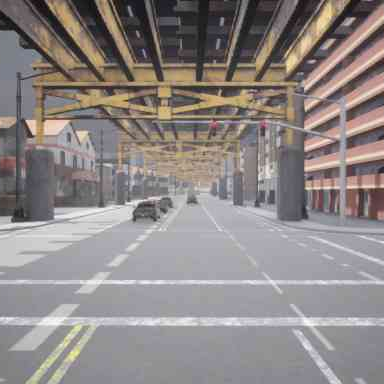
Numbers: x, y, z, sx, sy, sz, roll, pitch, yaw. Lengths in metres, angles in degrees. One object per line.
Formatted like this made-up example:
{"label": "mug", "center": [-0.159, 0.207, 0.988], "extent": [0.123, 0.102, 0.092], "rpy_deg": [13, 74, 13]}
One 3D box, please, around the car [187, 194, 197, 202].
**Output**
{"label": "car", "center": [0.003, 1.299, 69.721], "extent": [1.882, 1.535, 5.008], "rpy_deg": [0, 1, 0]}

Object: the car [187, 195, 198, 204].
{"label": "car", "center": [0.029, 1.518, 59.759], "extent": [1.895, 1.301, 4.718], "rpy_deg": [0, 0, 0]}

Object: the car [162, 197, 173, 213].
{"label": "car", "center": [-3.639, 1.547, 36.912], "extent": [2.033, 1.411, 5.357], "rpy_deg": [0, 0, 0]}

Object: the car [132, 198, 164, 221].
{"label": "car", "center": [-3.629, 1.505, 27.060], "extent": [1.837, 1.490, 4.892], "rpy_deg": [0, 0, 0]}
